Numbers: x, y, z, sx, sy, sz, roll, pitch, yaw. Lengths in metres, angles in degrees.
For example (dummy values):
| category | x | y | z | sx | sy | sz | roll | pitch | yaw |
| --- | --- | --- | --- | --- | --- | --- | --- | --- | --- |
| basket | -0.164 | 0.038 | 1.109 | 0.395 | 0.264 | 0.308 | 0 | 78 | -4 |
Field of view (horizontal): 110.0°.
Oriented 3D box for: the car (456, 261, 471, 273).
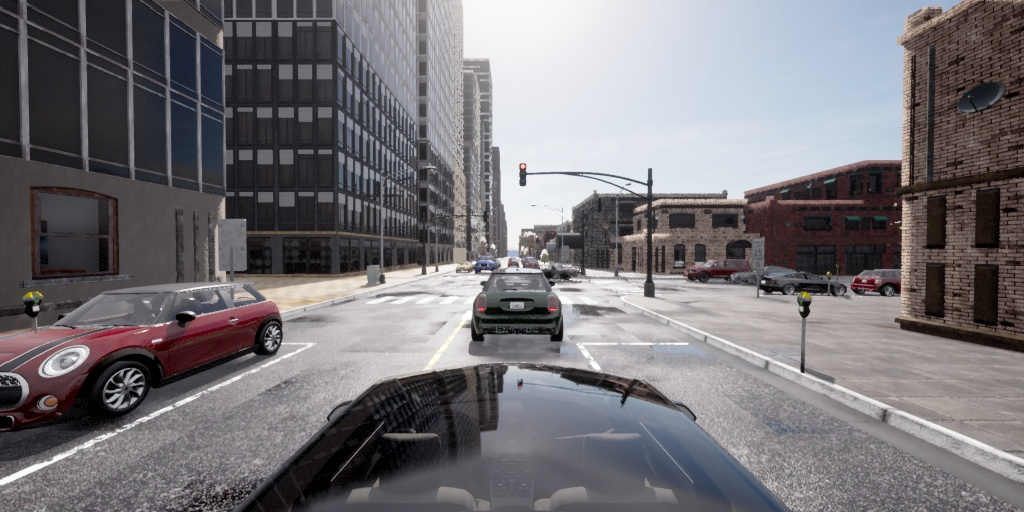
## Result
| category | x | y | z | sx | sy | sz | roll | pitch | yaw |
| --- | --- | --- | --- | --- | --- | --- | --- | --- | --- |
| car | -5.725 | 1.265 | 43.437 | 1.751 | 1.417 | 4.829 | 0 | 0 | 0 |

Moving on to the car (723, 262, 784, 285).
| category | x | y | z | sx | sy | sz | roll | pitch | yaw |
| --- | --- | --- | --- | --- | --- | --- | --- | --- | --- |
| car | 18.541 | 1.435 | 26.230 | 4.674 | 1.442 | 1.812 | 1 | 1 | 1 |

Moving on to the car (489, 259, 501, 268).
| category | x | y | z | sx | sy | sz | roll | pitch | yaw |
| --- | --- | --- | --- | --- | --- | --- | --- | --- | --- |
| car | -2.920 | 1.262 | 61.982 | 1.812 | 1.442 | 4.674 | 0 | 0 | 0 |

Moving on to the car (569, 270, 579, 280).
| category | x | y | z | sx | sy | sz | roll | pitch | yaw |
| --- | --- | --- | --- | --- | --- | --- | --- | --- | --- |
| car | 2.893 | 1.343 | 29.144 | 4.718 | 1.301 | 1.895 | 0 | 0 | 36 |

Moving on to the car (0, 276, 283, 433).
| category | x | y | z | sx | sy | sz | roll | pitch | yaw |
| --- | --- | --- | --- | --- | --- | --- | --- | --- | --- |
| car | -5.682 | 1.188 | 5.659 | 1.967 | 1.591 | 4.097 | 0 | 0 | 0 |

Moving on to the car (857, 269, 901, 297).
| category | x | y | z | sx | sy | sz | roll | pitch | yaw |
| --- | --- | --- | --- | --- | --- | --- | --- | --- | --- |
| car | 22.005 | 1.474 | 20.394 | 4.097 | 1.591 | 1.967 | 0 | 0 | 1 |

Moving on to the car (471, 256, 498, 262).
| category | x | y | z | sx | sy | sz | roll | pitch | yaw |
| --- | --- | --- | --- | --- | --- | --- | --- | --- | --- |
| car | -2.989 | 0.962 | 41.540 | 2.150 | 2.045 | 5.566 | 0 | 0 | 1 |

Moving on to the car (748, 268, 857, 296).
| category | x | y | z | sx | sy | sz | roll | pitch | yaw |
| --- | --- | --- | --- | --- | --- | --- | --- | --- | --- |
| car | 16.458 | 1.547 | 20.480 | 4.313 | 1.339 | 1.948 | 0 | 0 | 1 |

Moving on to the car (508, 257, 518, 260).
| category | x | y | z | sx | sy | sz | roll | pitch | yaw |
| --- | --- | --- | --- | --- | --- | --- | --- | --- | --- |
| car | 0.252 | 1.262 | 63.289 | 1.812 | 1.442 | 4.674 | 0 | 0 | 0 |

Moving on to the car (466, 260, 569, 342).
| category | x | y | z | sx | sy | sz | roll | pitch | yaw |
| --- | --- | --- | --- | --- | --- | --- | --- | --- | --- |
| car | 0.156 | 1.100 | 9.953 | 2.097 | 1.767 | 4.553 | 0 | 0 | 1 |

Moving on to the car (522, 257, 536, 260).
| category | x | y | z | sx | sy | sz | roll | pitch | yaw |
| --- | --- | --- | --- | --- | --- | --- | --- | --- | --- |
| car | 2.808 | 1.178 | 49.175 | 1.967 | 1.591 | 4.097 | 0 | 0 | 0 |

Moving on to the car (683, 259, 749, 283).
| category | x | y | z | sx | sy | sz | roll | pitch | yaw |
| --- | --- | --- | --- | --- | --- | --- | --- | --- | --- |
| car | 16.585 | 1.164 | 28.858 | 5.009 | 1.841 | 2.192 | 0 | 0 | 1 |
